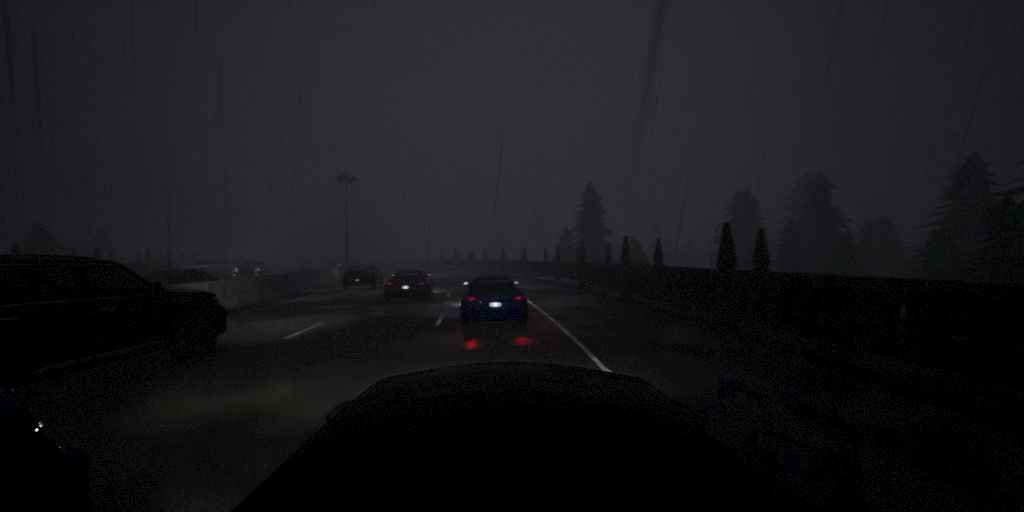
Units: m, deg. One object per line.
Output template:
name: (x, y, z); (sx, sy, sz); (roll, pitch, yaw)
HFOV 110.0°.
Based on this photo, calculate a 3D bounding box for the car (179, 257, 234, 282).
car: (-27.265, 1.164, 32.277); (2.150, 2.045, 5.566); (0, -1, -22)

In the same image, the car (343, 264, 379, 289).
car: (-9.757, 1.291, 23.765); (1.882, 1.535, 5.008); (0, 0, -13)

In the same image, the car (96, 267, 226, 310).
car: (-15.562, 1.332, 16.377); (1.837, 1.490, 4.892); (0, 0, -11)

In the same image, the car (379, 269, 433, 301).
car: (-4.976, 1.345, 17.632); (1.994, 1.385, 4.181); (0, 0, -9)

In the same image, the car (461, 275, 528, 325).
car: (-0.672, 1.321, 11.942); (1.994, 1.385, 4.181); (0, 0, -6)

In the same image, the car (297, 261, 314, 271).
car: (-30.844, 1.528, 53.559); (1.882, 1.535, 5.008); (0, 0, -34)

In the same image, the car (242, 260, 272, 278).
car: (-23.879, 1.272, 33.089); (2.097, 1.767, 4.553); (0, 0, -22)

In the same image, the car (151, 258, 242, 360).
car: (-7.099, 0.999, 5.266); (2.150, 2.045, 5.566); (0, 0, -2)
